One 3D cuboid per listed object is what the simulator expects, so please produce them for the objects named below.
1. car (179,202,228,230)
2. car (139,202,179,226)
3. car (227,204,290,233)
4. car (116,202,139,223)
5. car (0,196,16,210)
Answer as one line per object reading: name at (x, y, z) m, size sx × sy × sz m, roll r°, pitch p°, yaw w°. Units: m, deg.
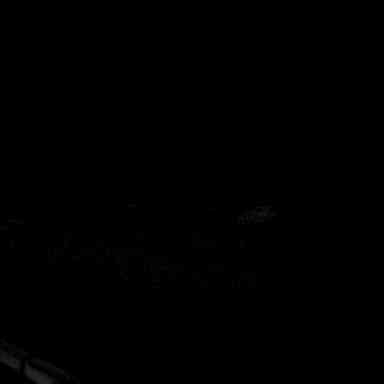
car at (1.666, 1.455, 21.360) m, size 2.097 × 1.535 × 5.008 m, roll 0°, pitch 0°, yaw 36°
car at (-1.005, 1.456, 23.254) m, size 2.231 × 1.521 × 4.892 m, roll 0°, pitch 0°, yaw 36°
car at (4.223, 1.496, 19.524) m, size 2.002 × 1.452 × 4.674 m, roll 0°, pitch 0°, yaw 36°
car at (-3.669, 1.494, 25.160) m, size 2.002 × 1.452 × 4.674 m, roll 0°, pitch 0°, yaw 36°
car at (-23.453, 1.325, 39.332) m, size 2.185 × 1.767 × 4.553 m, roll 0°, pitch 0°, yaw 35°
